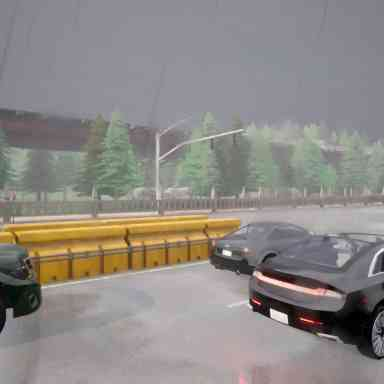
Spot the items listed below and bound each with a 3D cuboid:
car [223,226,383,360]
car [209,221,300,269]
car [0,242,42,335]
[{"bbox_3d":[3.157,1.492,5.985,4.902,1.511,2.128,0,0,-36],"label":"car"},{"bbox_3d":[2.547,1.564,9.846,4.181,1.385,1.994,0,0,-36],"label":"car"},{"bbox_3d":[-5.079,1.221,4.429,5.566,2.045,2.150,0,0,-35],"label":"car"}]
